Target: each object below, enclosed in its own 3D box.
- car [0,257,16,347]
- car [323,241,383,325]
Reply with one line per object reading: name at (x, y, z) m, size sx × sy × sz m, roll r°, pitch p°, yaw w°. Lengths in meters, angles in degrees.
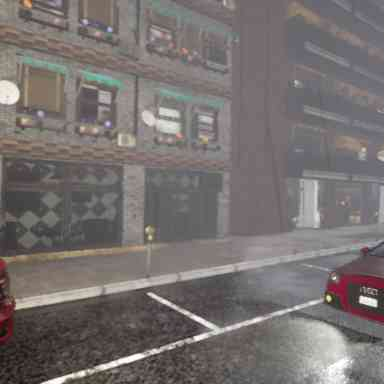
car at (-4.540, 1.301, 3.301) m, size 5.009 × 1.841 × 2.192 m, roll 1°, pitch 1°, yaw -35°
car at (4.500, 1.620, 6.587) m, size 4.181 × 1.385 × 1.994 m, roll 1°, pitch 0°, yaw -35°
